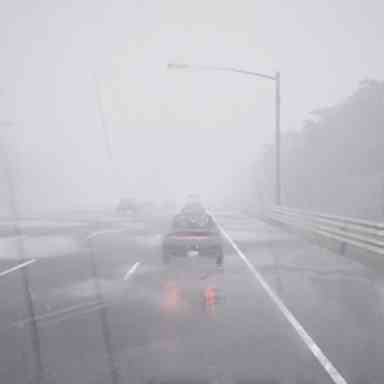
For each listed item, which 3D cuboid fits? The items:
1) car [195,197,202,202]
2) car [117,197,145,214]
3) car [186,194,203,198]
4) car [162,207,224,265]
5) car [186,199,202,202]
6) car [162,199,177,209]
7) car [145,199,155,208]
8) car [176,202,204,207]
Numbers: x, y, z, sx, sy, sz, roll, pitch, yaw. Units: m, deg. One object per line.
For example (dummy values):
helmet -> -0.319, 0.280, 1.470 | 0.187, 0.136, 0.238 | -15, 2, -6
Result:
car -> 1.795, 2.160, 91.722 | 1.895, 1.301, 4.718 | 0, -1, 1
car -> -6.867, 1.433, 36.952 | 2.097, 1.767, 4.553 | 0, 0, 1
car -> 0.291, 1.296, 47.611 | 2.150, 2.045, 5.566 | 0, -1, 3
car -> 0.034, 1.501, 11.639 | 2.128, 1.511, 4.902 | 0, 0, 0
car -> 0.088, 1.581, 29.680 | 2.033, 1.411, 5.357 | 0, 0, 0
car -> -3.210, 1.648, 47.435 | 2.033, 1.411, 5.357 | 0, 0, 2
car -> -6.650, 1.730, 49.043 | 1.895, 1.301, 4.718 | 0, 0, 2
car -> 0.068, 1.620, 23.239 | 1.895, 1.301, 4.718 | 0, 0, 0
